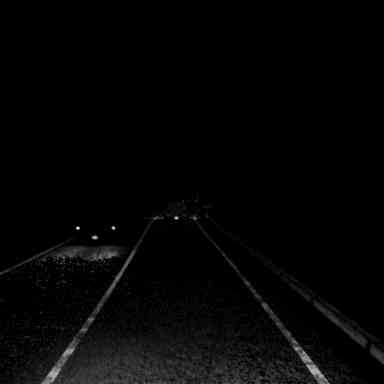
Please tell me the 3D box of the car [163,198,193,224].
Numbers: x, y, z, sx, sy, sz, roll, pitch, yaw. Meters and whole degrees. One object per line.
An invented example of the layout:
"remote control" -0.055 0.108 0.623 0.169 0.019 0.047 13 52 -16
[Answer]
"car" -1.104 1.452 24.088 1.812 1.442 4.674 0 0 -2

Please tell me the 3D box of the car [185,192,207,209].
"car" 0.138 1.129 41.511 2.097 1.767 4.553 -1 0 11

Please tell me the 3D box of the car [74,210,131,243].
"car" -4.092 1.558 15.844 1.895 1.301 4.718 0 0 -3

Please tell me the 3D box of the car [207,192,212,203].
"car" 1.622 0.977 57.309 2.150 2.045 5.566 -3 0 25
